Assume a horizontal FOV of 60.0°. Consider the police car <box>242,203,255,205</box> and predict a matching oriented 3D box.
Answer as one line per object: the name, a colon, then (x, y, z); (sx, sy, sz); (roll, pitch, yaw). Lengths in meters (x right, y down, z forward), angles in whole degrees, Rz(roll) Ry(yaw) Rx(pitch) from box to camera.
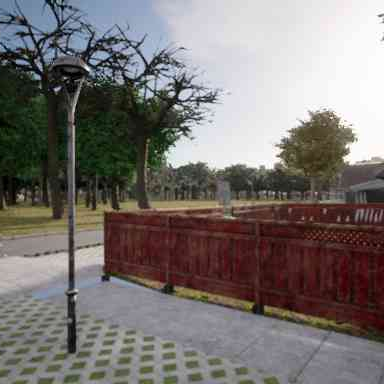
police car: (6.728, 2.120, 40.547); (2.038, 1.542, 4.974); (-3, -2, 34)
